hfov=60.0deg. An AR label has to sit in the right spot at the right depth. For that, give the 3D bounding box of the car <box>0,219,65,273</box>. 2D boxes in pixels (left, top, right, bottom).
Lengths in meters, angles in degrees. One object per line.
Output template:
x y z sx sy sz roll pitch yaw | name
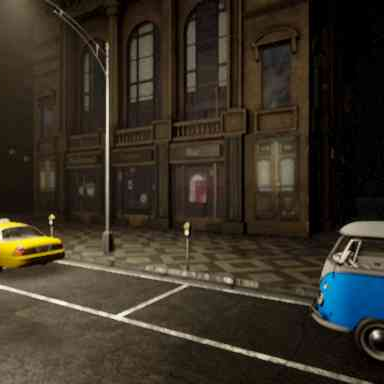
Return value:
-5.998 1.508 10.225 4.829 1.417 1.752 0 0 31 | car

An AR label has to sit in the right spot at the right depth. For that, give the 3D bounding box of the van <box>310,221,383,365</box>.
3.758 1.338 4.312 3.998 1.788 1.690 0 0 31 | van
